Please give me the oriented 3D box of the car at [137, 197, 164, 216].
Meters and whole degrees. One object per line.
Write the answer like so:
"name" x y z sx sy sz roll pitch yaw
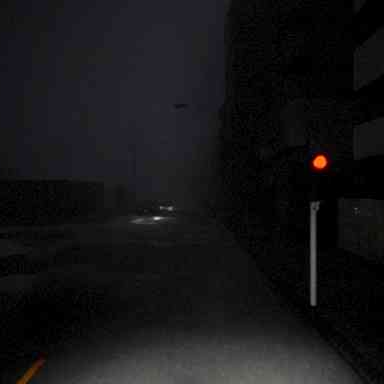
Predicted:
"car" -4.143 1.493 32.191 1.837 1.490 4.892 0 0 0

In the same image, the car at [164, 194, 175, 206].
"car" -4.109 1.459 53.153 1.882 1.535 5.008 0 0 0
